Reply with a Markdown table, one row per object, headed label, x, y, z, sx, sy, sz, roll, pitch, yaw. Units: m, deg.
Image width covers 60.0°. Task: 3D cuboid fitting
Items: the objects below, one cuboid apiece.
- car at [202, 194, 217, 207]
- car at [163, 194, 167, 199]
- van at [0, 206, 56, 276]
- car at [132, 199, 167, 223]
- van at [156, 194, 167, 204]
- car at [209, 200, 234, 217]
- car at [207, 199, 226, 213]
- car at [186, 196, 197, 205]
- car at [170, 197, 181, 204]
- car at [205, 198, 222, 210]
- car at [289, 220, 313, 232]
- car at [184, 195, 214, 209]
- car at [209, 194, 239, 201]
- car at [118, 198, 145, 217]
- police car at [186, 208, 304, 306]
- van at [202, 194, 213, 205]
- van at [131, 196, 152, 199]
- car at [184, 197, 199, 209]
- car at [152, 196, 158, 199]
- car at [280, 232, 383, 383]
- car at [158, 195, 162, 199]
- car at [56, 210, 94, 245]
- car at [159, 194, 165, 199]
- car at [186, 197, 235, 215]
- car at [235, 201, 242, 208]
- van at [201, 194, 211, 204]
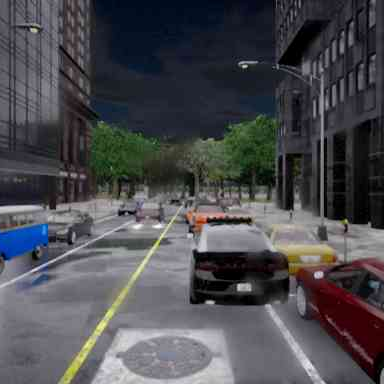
| label | x | y | z | sx | sy | sz | roll | pitch | yaw |
| --- | --- | --- | --- | --- | --- | --- | --- | --- | --- |
| car | 2.701 | 1.298 | 53.370 | 2.192 | 1.841 | 5.009 | 0 | 0 | 0 |
| car | -5.830 | 1.423 | 58.798 | 1.967 | 1.590 | 4.097 | 0 | 0 | 0 |
| van | -5.775 | 1.336 | 9.860 | 1.690 | 1.788 | 3.998 | 0 | 0 | 0 |
| car | -3.129 | 1.513 | 25.585 | 1.812 | 1.442 | 4.674 | 0 | 0 | 0 |
| van | -5.836 | 1.325 | 64.235 | 1.690 | 1.788 | 3.998 | 0 | 0 | 0 |
| car | 2.726 | 1.536 | 31.619 | 2.008 | 1.369 | 4.403 | 0 | 0 | 0 |
| car | 2.719 | 1.510 | 37.227 | 1.752 | 1.417 | 4.829 | 0 | 0 | 0 |
| car | -0.066 | 1.488 | 59.356 | 1.837 | 1.490 | 4.892 | 0 | 0 | 0 |
| car | -3.070 | 1.584 | 62.593 | 1.895 | 1.301 | 4.718 | 0 | 0 | 0 |
| car | 2.714 | 1.528 | 42.495 | 1.887 | 1.381 | 4.507 | 0 | 0 | 0 |
| car | 2.750 | 1.520 | 10.039 | 1.752 | 1.417 | 4.829 | 0 | 0 | 0 |
| car | 0.689 | 1.340 | 24.132 | 2.097 | 1.767 | 4.553 | 0 | 0 | 2 |
| car | 2.731 | 1.302 | 26.182 | 2.192 | 1.841 | 5.009 | 0 | 0 | 0 |
| car | -5.799 | 1.552 | 31.610 | 1.947 | 1.339 | 4.313 | 0 | 0 | 0 |
| police car | 0.890 | 1.421 | 8.244 | 1.930 | 1.638 | 5.238 | 0 | 0 | 0 |
| van | 2.695 | 1.324 | 58.807 | 1.690 | 1.788 | 3.998 | 0 | 0 | 0 |
| van | -5.806 | 1.326 | 37.047 | 1.690 | 1.788 | 3.998 | 0 | 0 | 0 |
| car | -0.040 | 1.488 | 45.791 | 1.837 | 1.490 | 4.892 | 0 | 0 | 1 |
| car | -5.812 | 1.509 | 42.315 | 1.752 | 1.417 | 4.829 | 0 | 0 | 0 |
| car | 2.756 | 1.542 | 4.432 | 1.887 | 1.381 | 4.507 | 0 | 0 | 0 |
| car | -5.818 | 1.549 | 47.922 | 1.947 | 1.339 | 4.313 | 0 | 0 | 0 |
| car | -5.781 | 1.543 | 15.297 | 2.008 | 1.369 | 4.403 | 0 | 0 | 0 |
| car | -5.824 | 1.508 | 53.190 | 1.752 | 1.417 | 4.829 | 0 | 0 | 0 |
| car | 0.879 | 1.342 | 18.104 | 2.097 | 1.767 | 4.553 | 0 | 0 | 0 |
| car | 2.738 | 1.515 | 20.914 | 1.752 | 1.417 | 4.829 | 0 | 0 | 0 |
| van | 2.689 | 1.325 | 64.245 | 1.690 | 1.788 | 3.998 | 0 | 0 | 0 |
